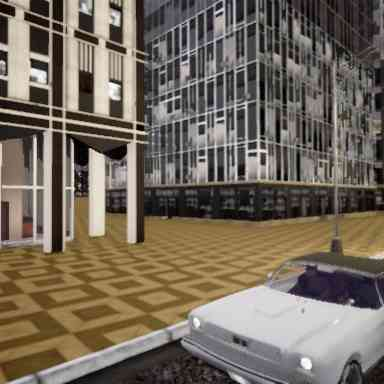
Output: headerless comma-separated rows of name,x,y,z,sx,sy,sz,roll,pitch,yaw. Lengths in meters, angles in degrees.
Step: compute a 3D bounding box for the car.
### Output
car,2.095,1.718,5.088,4.718,1.301,1.895,1,-2,-44
